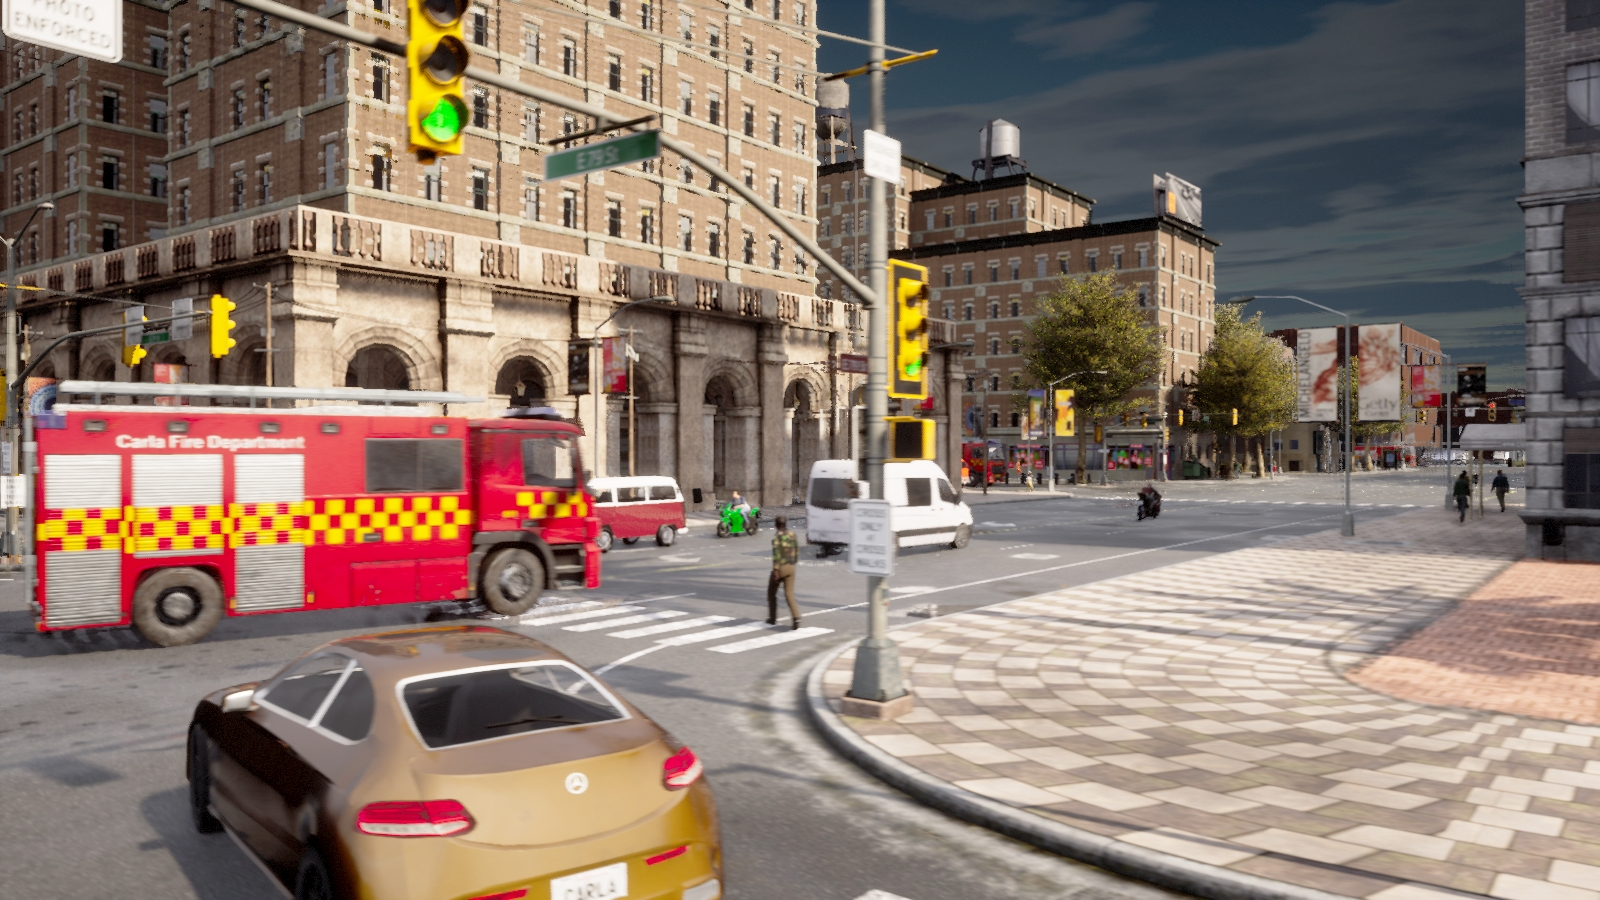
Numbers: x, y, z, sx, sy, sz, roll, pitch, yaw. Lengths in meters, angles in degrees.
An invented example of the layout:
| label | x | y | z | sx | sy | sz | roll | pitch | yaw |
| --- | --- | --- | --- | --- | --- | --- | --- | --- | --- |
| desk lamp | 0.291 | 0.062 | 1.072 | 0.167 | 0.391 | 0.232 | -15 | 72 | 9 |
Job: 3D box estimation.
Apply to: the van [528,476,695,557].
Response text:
| label | x | y | z | sx | sy | sz | roll | pitch | yaw |
| --- | --- | --- | --- | --- | --- | --- | --- | --- | --- |
| van | -5.278 | 1.799 | 32.556 | 2.069 | 2.038 | 4.480 | 0 | 0 | 38 |

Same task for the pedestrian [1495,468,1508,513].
| label | x | y | z | sx | sy | sz | roll | pitch | yaw |
| --- | --- | --- | --- | --- | --- | --- | --- | --- | --- |
| pedestrian | 29.554 | 1.704 | 48.162 | 0.375 | 1.860 | 0.375 | 0 | 0 | 14 |

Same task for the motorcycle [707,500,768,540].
| label | x | y | z | sx | sy | sz | roll | pitch | yaw |
| --- | --- | --- | --- | --- | --- | --- | --- | --- | --- |
| motorcycle | -1.990 | 2.230 | 36.753 | 0.803 | 1.145 | 2.033 | 0 | 0 | 38 |

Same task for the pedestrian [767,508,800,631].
| label | x | y | z | sx | sy | sz | roll | pitch | yaw |
| --- | --- | --- | --- | --- | --- | --- | --- | --- | --- |
| pedestrian | -0.265 | 1.857 | 17.877 | 0.375 | 1.860 | 0.375 | 0 | 0 | -32 |

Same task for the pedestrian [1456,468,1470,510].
| label | x | y | z | sx | sy | sz | roll | pitch | yaw |
| --- | --- | --- | --- | --- | --- | --- | --- | --- | --- |
| pedestrian | 29.115 | 1.705 | 50.190 | 0.375 | 1.860 | 0.375 | 0 | 0 | -24 |

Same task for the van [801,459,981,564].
| label | x | y | z | sx | sy | sz | roll | pitch | yaw |
| --- | --- | --- | --- | --- | --- | --- | --- | --- | --- |
| van | 2.636 | 1.547 | 31.298 | 1.988 | 2.561 | 5.915 | 0 | 0 | 38 |

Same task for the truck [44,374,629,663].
| label | x | y | z | sx | sy | sz | roll | pitch | yaw |
| --- | --- | --- | --- | --- | --- | --- | --- | --- | --- |
| truck | -7.278 | 0.902 | 18.784 | 8.468 | 3.827 | 2.891 | 0 | 0 | -36 |

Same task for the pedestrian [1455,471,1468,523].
| label | x | y | z | sx | sy | sz | roll | pitch | yaw |
| --- | --- | --- | --- | --- | --- | --- | --- | --- | --- |
| pedestrian | 23.922 | 1.704 | 41.299 | 0.375 | 1.860 | 0.375 | 0 | 0 | 37 |

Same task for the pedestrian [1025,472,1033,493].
| label | x | y | z | sx | sy | sz | roll | pitch | yaw |
| --- | --- | --- | --- | --- | --- | --- | --- | --- | --- |
| pedestrian | 14.085 | 2.000 | 70.383 | 0.375 | 1.300 | 0.375 | 0 | 0 | 34 |

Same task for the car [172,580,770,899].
| label | x | y | z | sx | sy | sz | roll | pitch | yaw |
| --- | --- | --- | --- | --- | --- | --- | --- | --- | --- |
| car | -2.539 | 1.998 | 7.590 | 2.152 | 1.651 | 5.027 | 0 | 0 | -37 |
